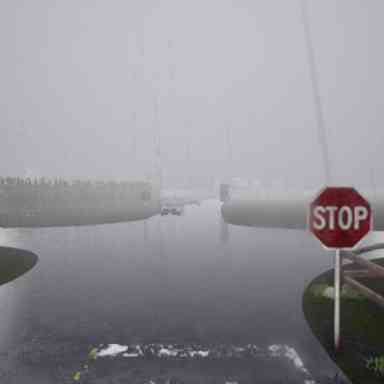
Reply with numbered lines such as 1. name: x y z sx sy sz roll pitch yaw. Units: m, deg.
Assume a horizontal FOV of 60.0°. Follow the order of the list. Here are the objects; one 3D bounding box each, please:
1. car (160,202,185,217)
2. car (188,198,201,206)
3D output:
1. car: -1.777 1.631 31.379 1.895 1.301 4.718 0 0 4
2. car: 0.406 1.620 56.225 1.895 1.301 4.718 0 0 6
